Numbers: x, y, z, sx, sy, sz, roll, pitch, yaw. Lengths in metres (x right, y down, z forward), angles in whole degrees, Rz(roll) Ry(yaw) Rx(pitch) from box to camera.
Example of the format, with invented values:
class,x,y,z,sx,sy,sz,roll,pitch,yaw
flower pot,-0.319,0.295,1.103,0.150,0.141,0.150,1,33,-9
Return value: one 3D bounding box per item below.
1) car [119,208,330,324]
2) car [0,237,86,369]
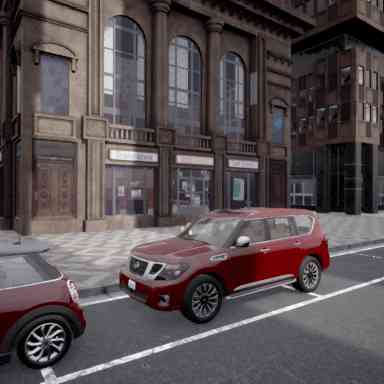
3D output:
class,x,y,z,sx,sy,sz,roll,pitch,yaw
car,0.985,1.316,7.341,5.009,1.841,2.192,0,0,-35
car,-3.579,1.440,4.093,4.097,1.590,1.967,0,0,-35
